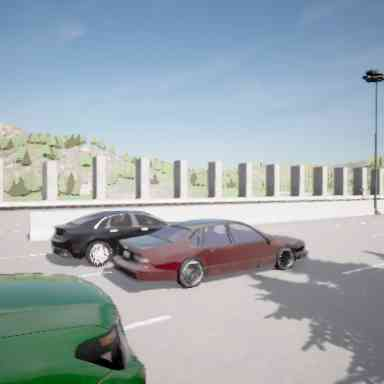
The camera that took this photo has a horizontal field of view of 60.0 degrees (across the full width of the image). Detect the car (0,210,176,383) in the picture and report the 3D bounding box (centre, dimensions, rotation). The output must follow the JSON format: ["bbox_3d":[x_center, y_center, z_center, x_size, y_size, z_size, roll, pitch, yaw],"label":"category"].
[{"bbox_3d":[-3.032,1.187,1.814,5.566,2.045,2.150,0,1,-35],"label":"car"}]

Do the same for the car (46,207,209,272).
[{"bbox_3d":[-1.976,1.344,10.907,4.892,1.490,1.837,-1,0,-34],"label":"car"}]

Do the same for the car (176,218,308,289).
[{"bbox_3d":[0.655,1.421,8.788,5.357,1.411,2.033,0,1,-32],"label":"car"}]
